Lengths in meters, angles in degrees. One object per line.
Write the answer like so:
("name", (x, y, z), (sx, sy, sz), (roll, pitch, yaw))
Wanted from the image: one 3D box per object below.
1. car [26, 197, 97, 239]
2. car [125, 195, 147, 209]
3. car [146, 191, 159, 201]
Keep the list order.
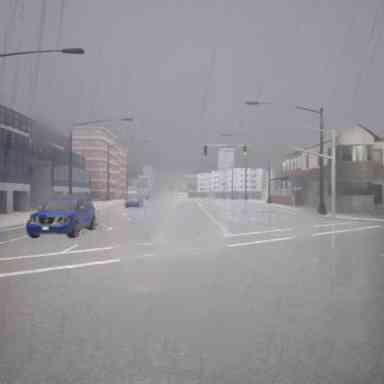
("car", (-6.789, 1.301, 18.011), (2.150, 2.045, 5.566), (0, 0, -1))
("car", (-7.430, 1.359, 43.024), (1.882, 1.535, 5.008), (0, 1, -1))
("car", (-8.073, 0.767, 68.047), (2.150, 2.045, 5.566), (0, 0, -1))
